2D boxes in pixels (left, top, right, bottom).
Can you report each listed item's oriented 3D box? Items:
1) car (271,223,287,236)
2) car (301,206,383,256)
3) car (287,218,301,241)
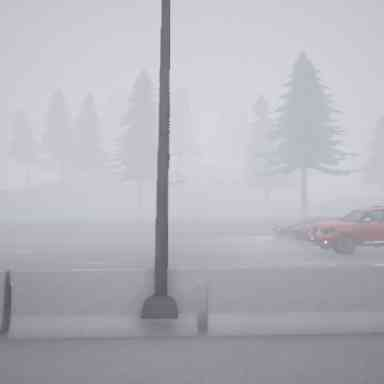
[{"bbox_3d":[8.096,2.292,22.124,5.357,1.411,2.033,-1,-2,0],"label":"car"},{"bbox_3d":[8.229,1.693,15.141,5.566,2.045,2.150,-1,-2,0],"label":"car"},{"bbox_3d":[8.240,2.084,18.628,5.008,1.535,1.882,-1,-2,0],"label":"car"}]
